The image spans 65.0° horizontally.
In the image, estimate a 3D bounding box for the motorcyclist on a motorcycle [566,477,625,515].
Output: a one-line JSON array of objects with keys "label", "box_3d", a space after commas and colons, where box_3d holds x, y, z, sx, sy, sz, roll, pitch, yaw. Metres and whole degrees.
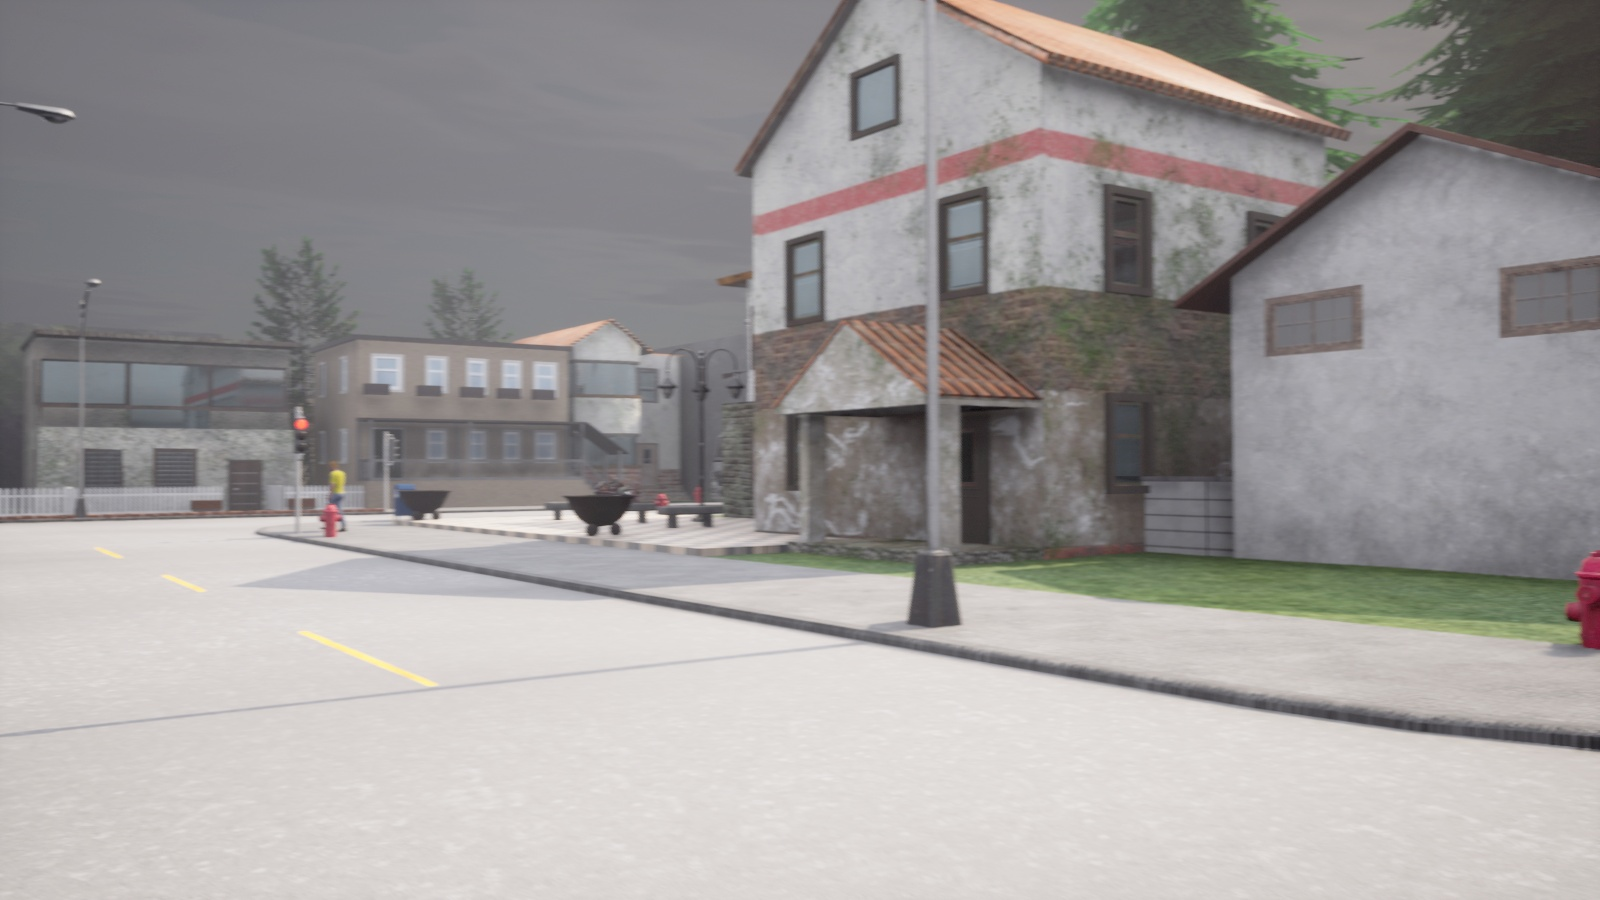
[{"label": "motorcyclist on a motorcycle", "box_3d": [-8.378, 1.868, 51.462, 2.191, 1.530, 0.866, 0, -1, -36]}]

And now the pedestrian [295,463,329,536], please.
[{"label": "pedestrian", "box_3d": [-12.291, 1.241, 31.622, 0.706, 1.836, 0.354, -1, -1, 10]}]

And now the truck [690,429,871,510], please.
[{"label": "truck", "box_3d": [-0.810, 0.851, 56.950, 7.936, 3.462, 2.891, 0, -1, -36]}]
